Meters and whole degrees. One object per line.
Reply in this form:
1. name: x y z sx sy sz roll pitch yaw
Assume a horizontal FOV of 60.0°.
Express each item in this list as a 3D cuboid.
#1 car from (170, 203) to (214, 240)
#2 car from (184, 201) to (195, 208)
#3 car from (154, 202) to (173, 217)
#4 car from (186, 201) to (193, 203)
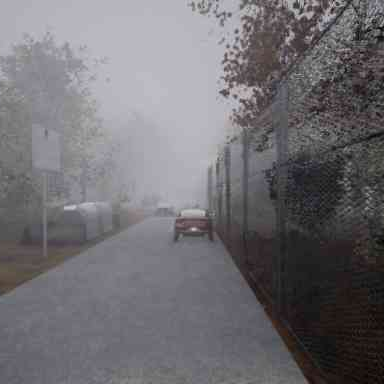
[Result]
1. car: 0.073 1.552 17.523 1.882 1.535 5.008 0 0 0
2. car: -0.534 2.842 76.162 2.033 1.411 5.357 0 -2 7
3. car: -2.907 1.792 35.747 1.882 1.535 5.008 0 -1 0
4. car: 0.034 1.919 38.012 1.994 1.385 4.181 0 -1 0
